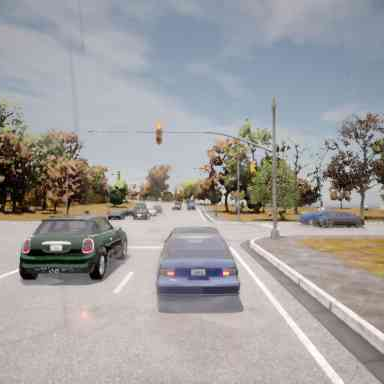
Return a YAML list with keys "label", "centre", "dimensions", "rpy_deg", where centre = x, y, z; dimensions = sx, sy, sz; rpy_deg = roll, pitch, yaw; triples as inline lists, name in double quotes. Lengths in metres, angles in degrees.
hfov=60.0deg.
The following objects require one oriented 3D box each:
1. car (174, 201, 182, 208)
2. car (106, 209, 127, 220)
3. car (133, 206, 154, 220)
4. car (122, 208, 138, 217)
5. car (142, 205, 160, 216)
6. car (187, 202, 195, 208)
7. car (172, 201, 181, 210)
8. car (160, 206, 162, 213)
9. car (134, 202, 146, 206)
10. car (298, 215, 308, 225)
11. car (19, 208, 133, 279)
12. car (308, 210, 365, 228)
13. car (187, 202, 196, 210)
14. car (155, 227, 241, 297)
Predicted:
- label: "car"
  centre: [-3.747, 3.257, 87.894]
  dimensions: [1.837, 1.490, 4.892]
  rpy_deg: [0, 0, -3]
- label: "car"
  centre: [-10.715, 3.213, 47.636]
  dimensions: [2.033, 1.411, 5.357]
  rpy_deg: [0, -2, -3]
- label: "car"
  centre: [-7.173, 3.163, 47.829]
  dimensions: [2.128, 1.511, 4.902]
  rpy_deg: [0, -2, 1]
- label: "car"
  centre: [-10.683, 3.510, 57.512]
  dimensions: [1.895, 1.301, 4.718]
  rpy_deg: [0, -1, 0]
- label: "car"
  centre: [-7.180, 3.438, 57.720]
  dimensions: [1.812, 1.442, 4.674]
  rpy_deg: [0, -1, 0]
- label: "car"
  centre: [-0.248, 3.314, 87.985]
  dimensions: [1.994, 1.385, 4.181]
  rpy_deg: [0, 0, -3]
- label: "car"
  centre: [-3.636, 3.546, 77.862]
  dimensions: [1.895, 1.301, 4.718]
  rpy_deg: [0, 0, 0]
- label: "car"
  centre: [-7.131, 3.494, 68.013]
  dimensions: [1.837, 1.490, 4.892]
  rpy_deg: [0, 0, 0]
- label: "car"
  centre: [-10.620, 3.211, 68.270]
  dimensions: [2.150, 2.045, 5.566]
  rpy_deg: [0, 0, 0]
- label: "car"
  centre: [13.190, 2.528, 33.151]
  dimensions: [5.008, 1.535, 1.882]
  rpy_deg: [0, -3, -1]
- label: "car"
  centre: [-3.434, 1.487, 10.543]
  dimensions: [2.097, 1.767, 4.553]
  rpy_deg: [0, -1, 0]
- label: "car"
  centre: [13.023, 2.453, 29.657]
  dimensions: [4.181, 1.385, 1.994]
  rpy_deg: [0, -3, -2]
- label: "car"
  centre: [-0.135, 3.474, 77.803]
  dimensions: [1.812, 1.442, 4.674]
  rpy_deg: [0, 0, 0]
- label: "car"
  centre: [0.077, 1.647, 8.925]
  dimensions: [2.033, 1.411, 5.357]
  rpy_deg: [0, -1, -1]
